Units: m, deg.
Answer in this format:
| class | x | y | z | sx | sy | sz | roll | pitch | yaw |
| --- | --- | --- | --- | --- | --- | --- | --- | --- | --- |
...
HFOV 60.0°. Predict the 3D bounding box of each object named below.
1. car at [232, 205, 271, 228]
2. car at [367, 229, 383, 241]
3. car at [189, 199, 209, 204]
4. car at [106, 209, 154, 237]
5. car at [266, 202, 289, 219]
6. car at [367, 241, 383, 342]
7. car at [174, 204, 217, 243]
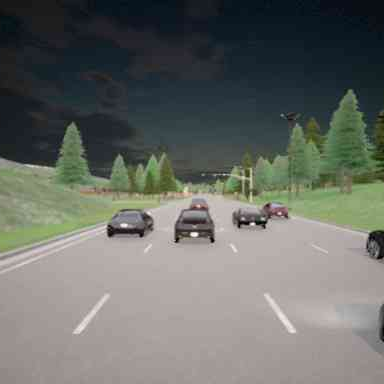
| class | x | y | z | sx | sy | sz | roll | pitch | yaw |
| --- | --- | --- | --- | --- | --- | --- | --- | --- | --- |
| car | 3.817 | 1.701 | 22.711 | 1.895 | 1.301 | 4.718 | 0 | 0 | 2 |
| car | 7.053 | 1.558 | 9.794 | 2.128 | 1.511 | 4.902 | 0 | 0 | 0 |
| car | 0.751 | 1.488 | 35.702 | 2.097 | 1.767 | 4.553 | 0 | 0 | 2 |
| car | -3.297 | 1.620 | 18.414 | 1.994 | 1.385 | 4.181 | 0 | 0 | 1 |
| car | 7.575 | 1.671 | 30.677 | 1.812 | 1.442 | 4.674 | 0 | 0 | 2 |
| car | 3.547 | 1.530 | 2.718 | 1.837 | 1.490 | 4.892 | 0 | 0 | -1 |
| car | 0.158 | 1.568 | 16.568 | 1.837 | 1.490 | 4.892 | 0 | 0 | 1 |
